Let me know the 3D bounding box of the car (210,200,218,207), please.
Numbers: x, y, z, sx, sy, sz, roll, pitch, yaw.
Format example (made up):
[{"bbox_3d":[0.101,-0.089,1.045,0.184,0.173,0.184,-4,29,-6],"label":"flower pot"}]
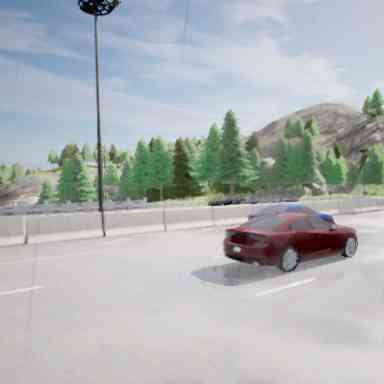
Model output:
[{"bbox_3d":[4.035,1.110,37.035,5.008,1.535,1.882,-1,0,-36],"label":"car"}]

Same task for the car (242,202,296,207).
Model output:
[{"bbox_3d":[4.779,1.318,15.854,5.008,1.535,1.882,-1,0,-36],"label":"car"}]

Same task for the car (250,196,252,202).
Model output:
[{"bbox_3d":[8.133,0.952,31.360,4.902,1.511,2.128,-1,0,-36],"label":"car"}]

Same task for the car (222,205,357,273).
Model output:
[{"bbox_3d":[3.215,1.367,10.404,5.008,1.535,1.882,-1,0,-36],"label":"car"}]
